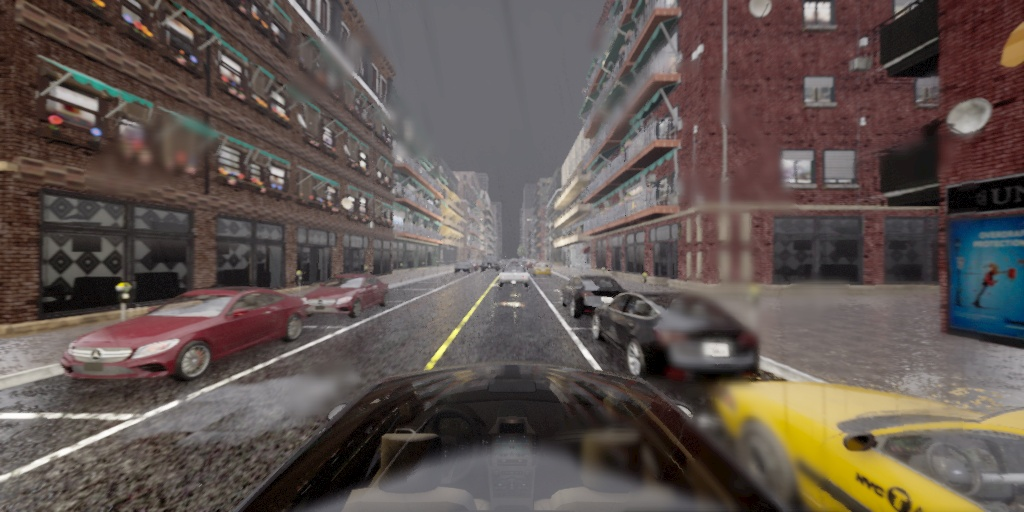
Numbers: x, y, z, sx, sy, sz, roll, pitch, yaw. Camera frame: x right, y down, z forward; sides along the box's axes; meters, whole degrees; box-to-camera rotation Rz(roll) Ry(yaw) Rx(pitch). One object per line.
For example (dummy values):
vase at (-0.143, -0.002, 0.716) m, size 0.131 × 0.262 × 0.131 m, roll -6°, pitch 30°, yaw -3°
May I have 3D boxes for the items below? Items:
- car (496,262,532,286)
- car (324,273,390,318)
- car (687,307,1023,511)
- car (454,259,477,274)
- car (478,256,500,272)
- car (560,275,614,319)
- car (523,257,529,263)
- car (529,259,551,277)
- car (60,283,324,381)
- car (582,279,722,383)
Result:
car at (0.137, 1.333, 24.697) m, size 1.895 × 1.301 × 4.718 m, roll 0°, pitch 0°, yaw 0°
car at (-5.682, 1.290, 12.718) m, size 1.802 × 1.307 × 4.207 m, roll 0°, pitch 0°, yaw 0°
car at (2.802, 1.291, 1.501) m, size 1.751 × 1.417 × 4.829 m, roll 0°, pitch 0°, yaw 0°
car at (-5.450, 1.262, 41.038) m, size 1.948 × 1.339 × 4.313 m, roll 0°, pitch 0°, yaw 0°
car at (-2.721, 0.954, 46.143) m, size 2.150 × 2.045 × 5.566 m, roll 0°, pitch 0°, yaw 0°
car at (2.792, 1.320, 12.662) m, size 1.948 × 1.339 × 4.313 m, roll 0°, pitch 0°, yaw 0°
car at (3.005, 1.184, 52.309) m, size 1.967 × 1.591 × 4.097 m, roll 0°, pitch 0°, yaw 0°
car at (2.895, 1.268, 35.487) m, size 1.751 × 1.417 × 4.829 m, roll 0°, pitch 0°, yaw 0°
car at (-5.781, 1.295, 7.055) m, size 1.802 × 1.307 × 4.207 m, roll 0°, pitch 0°, yaw 0°
car at (2.817, 1.326, 6.998) m, size 1.948 × 1.339 × 4.313 m, roll 0°, pitch 0°, yaw 0°
